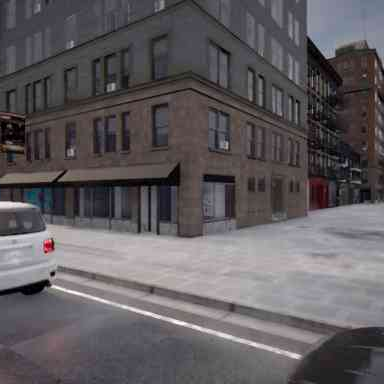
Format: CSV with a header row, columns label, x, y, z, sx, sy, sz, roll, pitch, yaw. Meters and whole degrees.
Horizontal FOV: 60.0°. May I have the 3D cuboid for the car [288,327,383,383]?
label,x,y,z,sx,sy,sz,roll,pitch,yaw
car,2.919,1.506,1.606,4.892,1.490,1.837,0,0,35

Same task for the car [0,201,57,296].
label,x,y,z,sx,sy,sz,roll,pitch,yaw
car,-5.326,1.221,7.475,5.566,2.045,2.150,0,0,36
